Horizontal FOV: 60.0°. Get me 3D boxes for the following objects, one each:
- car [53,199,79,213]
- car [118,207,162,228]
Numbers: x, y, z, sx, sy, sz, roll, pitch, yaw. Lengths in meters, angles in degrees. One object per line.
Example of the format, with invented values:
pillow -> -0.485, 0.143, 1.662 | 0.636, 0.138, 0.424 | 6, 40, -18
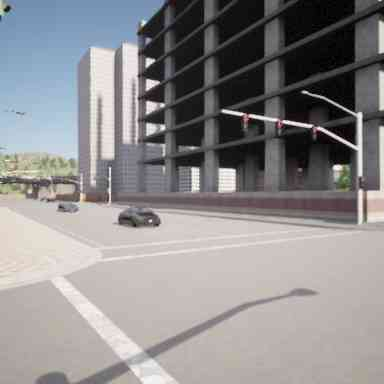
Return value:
car -> -16.419, 1.943, 43.979 | 2.033, 1.411, 5.357 | 0, -1, -32
car -> -3.873, 1.793, 24.273 | 1.994, 1.385, 4.181 | 0, 0, -33
